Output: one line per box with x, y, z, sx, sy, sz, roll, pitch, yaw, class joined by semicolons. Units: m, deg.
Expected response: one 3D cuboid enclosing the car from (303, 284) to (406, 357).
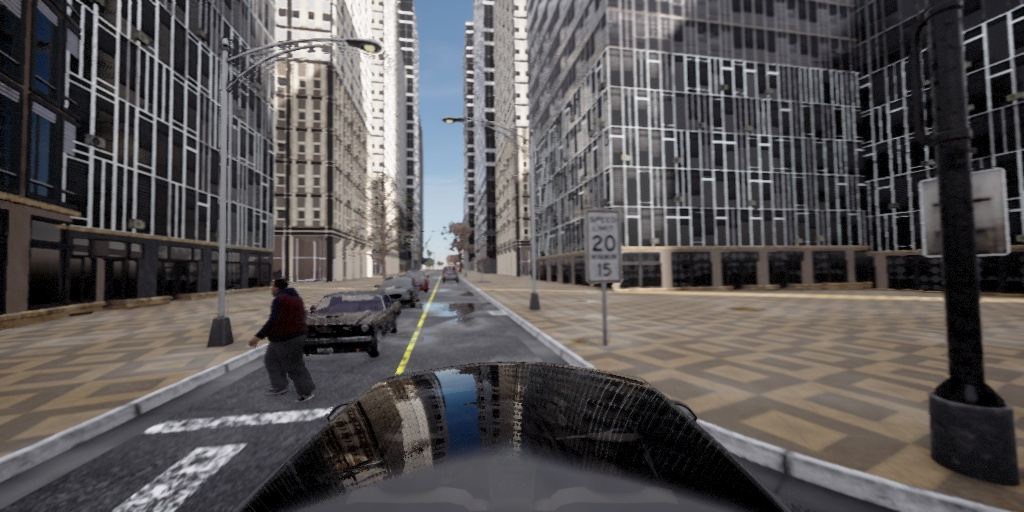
-4.044;1.592;9.157;1.895;1.301;4.718;-1;-2;-10;car

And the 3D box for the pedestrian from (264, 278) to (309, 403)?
-3.278;1.167;5.217;0.375;1.860;0.375;0;-2;-11;pedestrian

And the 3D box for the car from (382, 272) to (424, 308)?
-5.759;1.768;18.359;1.837;1.490;4.892;-1;-2;-11;car

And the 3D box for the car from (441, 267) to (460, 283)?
-7.362;2.445;43.083;2.128;1.511;4.902;-1;-2;-11;car

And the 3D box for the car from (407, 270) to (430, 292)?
-7.571;1.905;28.129;2.097;1.767;4.553;-1;-2;-10;car
